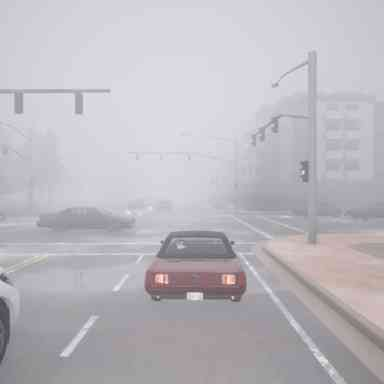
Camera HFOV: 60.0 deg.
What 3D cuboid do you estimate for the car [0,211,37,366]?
[{"bbox_3d":[-3.455,1.221,2.189,2.150,2.045,5.566,0,0,1],"label":"car"}]

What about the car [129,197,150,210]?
[{"bbox_3d":[-7.084,1.477,43.450,1.882,1.535,5.008,0,0,0],"label":"car"}]

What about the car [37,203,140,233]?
[{"bbox_3d":[-5.961,1.547,19.111,5.357,1.411,2.033,0,0,0],"label":"car"}]

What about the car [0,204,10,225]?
[{"bbox_3d":[-15.266,1.564,23.022,4.181,1.385,1.994,0,0,-8],"label":"car"}]

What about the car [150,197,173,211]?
[{"bbox_3d":[-3.387,1.491,40.308,2.128,1.511,4.902,0,0,1],"label":"car"}]

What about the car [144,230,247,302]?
[{"bbox_3d":[0.132,1.601,8.246,1.895,1.301,4.718,0,0,2],"label":"car"}]

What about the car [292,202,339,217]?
[{"bbox_3d":[11.356,1.564,30.300,4.181,1.385,1.994,0,0,-2],"label":"car"}]

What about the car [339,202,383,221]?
[{"bbox_3d":[15.283,1.547,27.011,5.357,1.411,2.033,0,0,-3],"label":"car"}]
